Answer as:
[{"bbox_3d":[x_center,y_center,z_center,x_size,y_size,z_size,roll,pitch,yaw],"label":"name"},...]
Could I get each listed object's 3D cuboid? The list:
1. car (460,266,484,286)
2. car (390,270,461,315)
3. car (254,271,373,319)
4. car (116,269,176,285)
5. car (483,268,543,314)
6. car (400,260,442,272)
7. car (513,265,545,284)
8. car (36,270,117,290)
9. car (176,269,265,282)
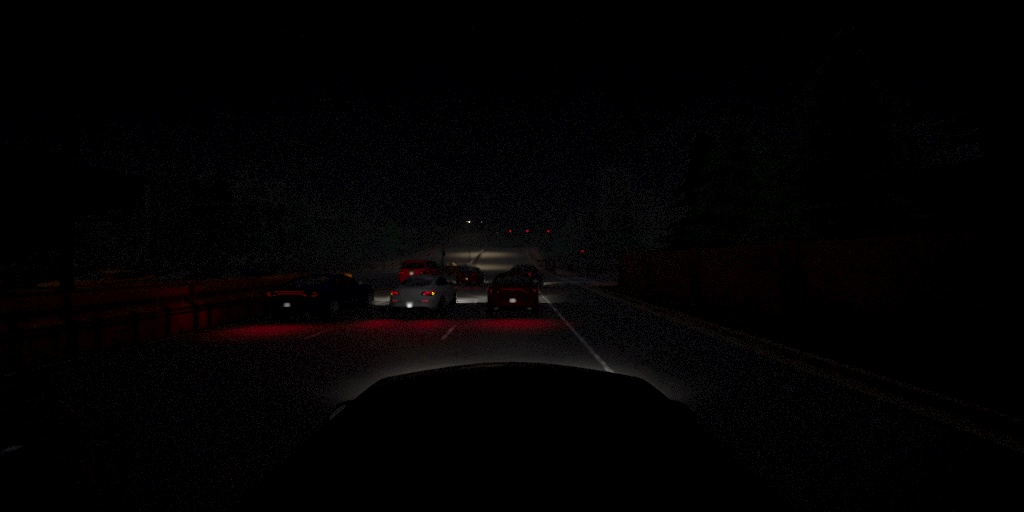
[{"bbox_3d":[-3.446,1.619,29.982,1.882,1.535,5.008,0,0,0],"label":"car"},{"bbox_3d":[-3.452,1.452,14.464,1.812,1.442,4.674,0,-1,1],"label":"car"},{"bbox_3d":[-6.960,1.392,13.599,1.882,1.535,5.008,0,-1,0],"label":"car"},{"bbox_3d":[-17.551,1.517,19.174,1.812,1.442,4.674,0,-1,1],"label":"car"},{"bbox_3d":[0.050,1.408,14.739,1.882,1.535,5.008,0,-1,1],"label":"car"},{"bbox_3d":[-6.968,1.332,27.650,2.150,2.045,5.566,0,-1,1],"label":"car"},{"bbox_3d":[1.179,1.472,28.502,2.097,1.767,4.553,0,-1,17],"label":"car"},{"bbox_3d":[-21.055,1.462,18.660,1.882,1.535,5.008,0,-1,0],"label":"car"},{"bbox_3d":[-14.055,1.462,18.651,1.882,1.535,5.008,0,-1,0],"label":"car"}]
